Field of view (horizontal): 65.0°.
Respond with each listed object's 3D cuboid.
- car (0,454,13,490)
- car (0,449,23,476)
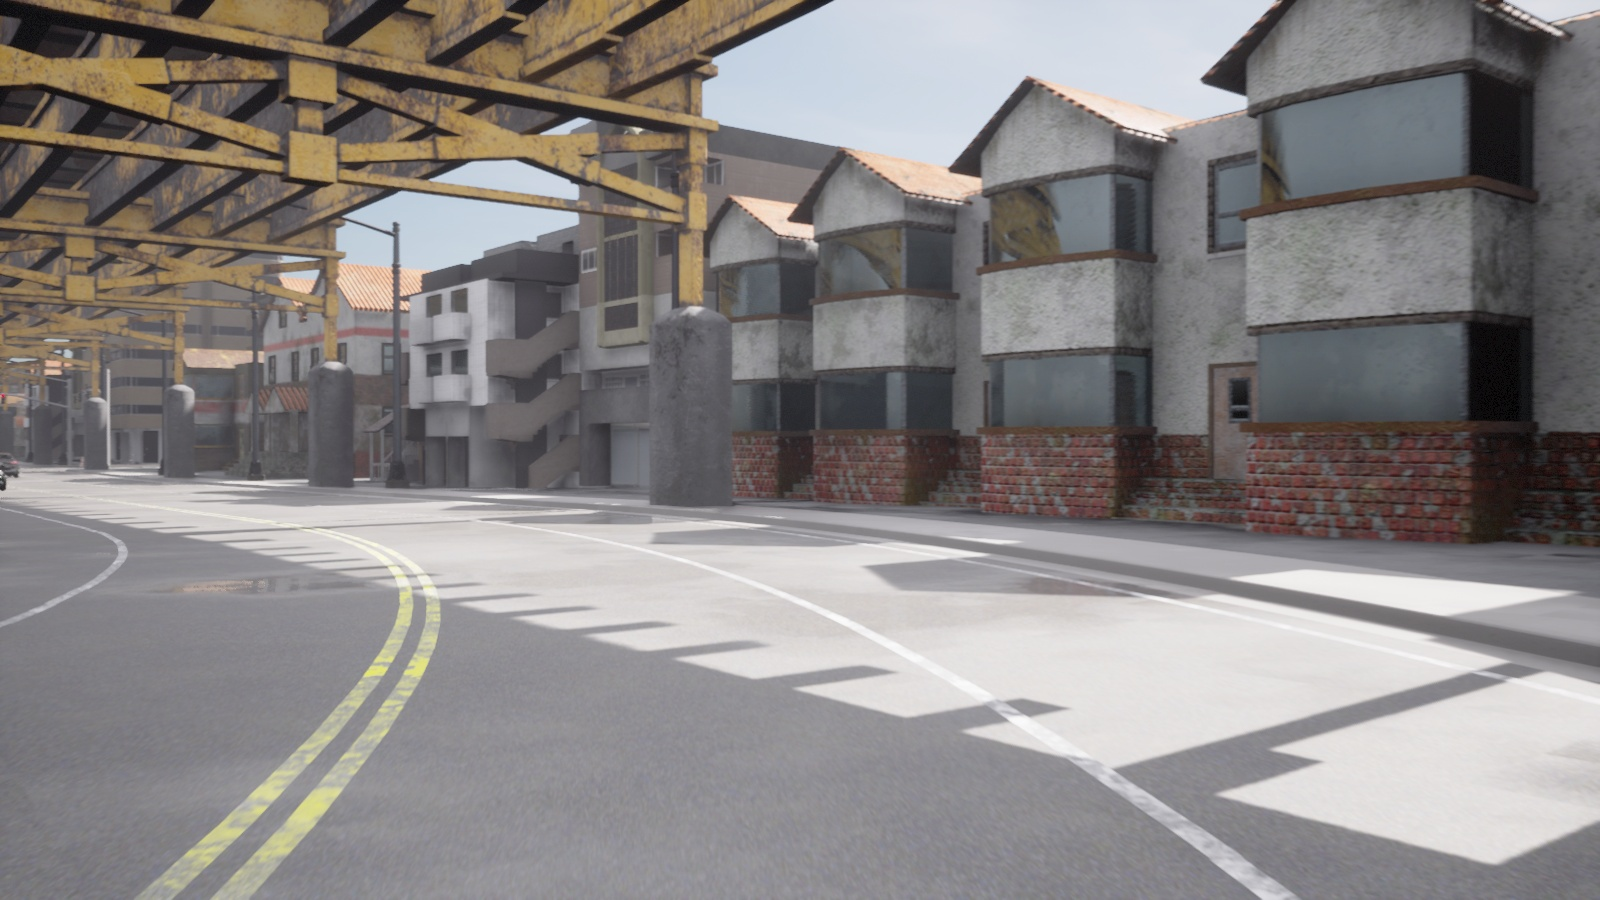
[{"bbox_3d":[-36.230,0.980,55.730,1.789,1.549,3.705,0,0,-38],"label":"car"},{"bbox_3d":[-51.629,0.773,80.840,2.242,1.667,4.611,0,1,-38],"label":"car"}]
